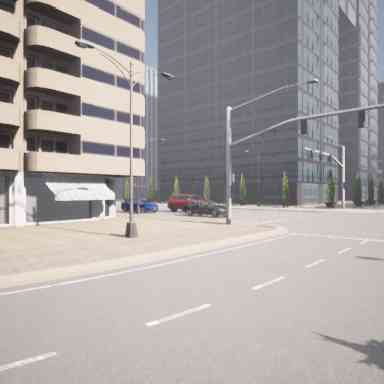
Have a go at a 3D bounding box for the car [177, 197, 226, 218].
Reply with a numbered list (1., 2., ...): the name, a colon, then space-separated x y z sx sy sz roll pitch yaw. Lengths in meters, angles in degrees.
1. car: 1.366 1.541 30.925 4.902 1.511 2.128 0 0 41

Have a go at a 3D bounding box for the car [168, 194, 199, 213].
1. car: -0.254 1.270 36.911 5.566 2.045 2.150 0 0 40

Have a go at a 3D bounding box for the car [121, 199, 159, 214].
1. car: -5.854 1.527 37.102 5.008 1.535 1.882 0 0 41
